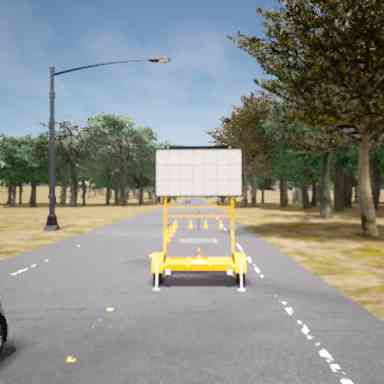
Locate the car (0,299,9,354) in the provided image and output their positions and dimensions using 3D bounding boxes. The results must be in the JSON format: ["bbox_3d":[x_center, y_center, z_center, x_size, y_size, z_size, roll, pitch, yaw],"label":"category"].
[{"bbox_3d":[-3.523,1.596,2.850,1.994,1.385,4.181,0,0,1],"label":"car"}]

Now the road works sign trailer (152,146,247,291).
[{"bbox_3d":[0.189,0.536,9.205,2.380,3.560,2.880,0,0,1],"label":"road works sign trailer"}]
